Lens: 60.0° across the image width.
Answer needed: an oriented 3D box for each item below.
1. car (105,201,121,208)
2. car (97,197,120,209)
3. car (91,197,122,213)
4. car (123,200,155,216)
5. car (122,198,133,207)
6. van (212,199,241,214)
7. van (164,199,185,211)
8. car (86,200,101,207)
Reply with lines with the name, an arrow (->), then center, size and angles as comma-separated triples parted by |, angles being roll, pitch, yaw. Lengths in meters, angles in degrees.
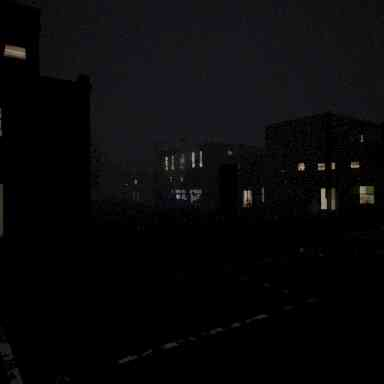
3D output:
car -> -15.968, 2.434, 67.116 | 1.802, 1.307, 4.206 | -2, 0, -36
car -> -15.715, 2.040, 62.382 | 2.150, 2.045, 5.566 | -1, 0, -36
car -> -12.728, 2.002, 48.516 | 2.192, 1.841, 5.009 | -2, 0, -36
car -> -5.947, 2.048, 39.239 | 1.752, 1.417, 4.829 | -2, 0, -36
car -> -12.638, 2.086, 62.546 | 2.192, 1.841, 5.009 | -2, 0, -36
van -> 4.051, 1.708, 39.694 | 1.690, 1.788, 3.998 | -2, 0, -36
van -> -2.624, 1.869, 48.834 | 1.690, 1.788, 3.998 | -2, 0, -36
car -> -22.644, 2.596, 76.257 | 1.802, 1.307, 4.206 | -2, 0, -36
